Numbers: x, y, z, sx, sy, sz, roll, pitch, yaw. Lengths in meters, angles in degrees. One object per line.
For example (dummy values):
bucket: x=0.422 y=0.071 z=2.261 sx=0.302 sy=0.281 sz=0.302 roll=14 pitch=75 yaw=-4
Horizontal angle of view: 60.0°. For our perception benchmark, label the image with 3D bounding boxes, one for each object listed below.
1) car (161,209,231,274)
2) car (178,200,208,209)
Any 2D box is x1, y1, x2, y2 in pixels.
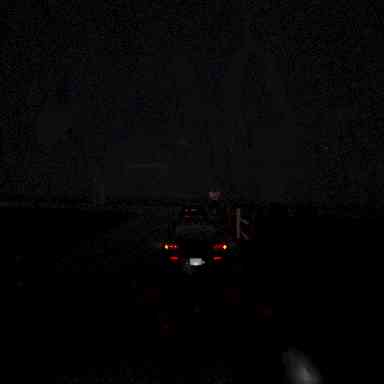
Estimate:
car: x=0.097 y=1.465 z=10.180 sx=1.812 sy=1.442 sz=4.674 roll=0 pitch=0 yaw=0
car: x=0.062 y=1.371 z=23.724 sx=1.837 sy=1.490 sz=4.892 roll=0 pitch=0 yaw=-1
